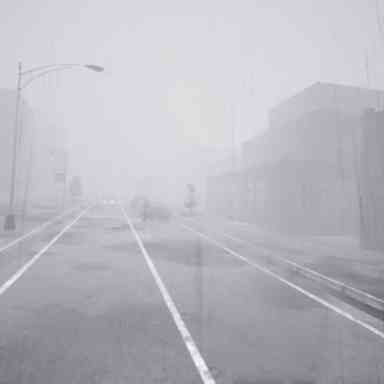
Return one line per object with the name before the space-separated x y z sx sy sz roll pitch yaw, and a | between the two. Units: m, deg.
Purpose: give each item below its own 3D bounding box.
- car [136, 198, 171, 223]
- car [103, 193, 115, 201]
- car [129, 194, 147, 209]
car | -2.791 1.421 24.207 1.895 1.301 4.718 3 0 -13
car | -14.121 0.814 56.637 1.994 1.385 4.181 3 0 -13
car | -5.948 1.013 37.598 2.097 1.767 4.553 3 0 -13
